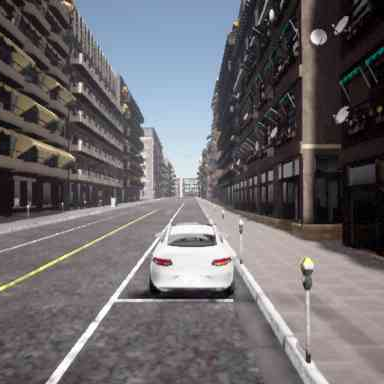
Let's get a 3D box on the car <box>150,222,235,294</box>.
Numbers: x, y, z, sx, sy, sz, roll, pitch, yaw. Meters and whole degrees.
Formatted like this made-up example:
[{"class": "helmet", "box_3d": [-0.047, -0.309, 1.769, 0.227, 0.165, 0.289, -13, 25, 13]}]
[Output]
[{"class": "car", "box_3d": [0.003, 1.521, 8.653, 1.812, 1.442, 4.674, 0, 0, 0]}]
